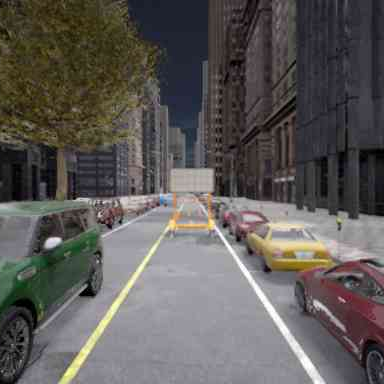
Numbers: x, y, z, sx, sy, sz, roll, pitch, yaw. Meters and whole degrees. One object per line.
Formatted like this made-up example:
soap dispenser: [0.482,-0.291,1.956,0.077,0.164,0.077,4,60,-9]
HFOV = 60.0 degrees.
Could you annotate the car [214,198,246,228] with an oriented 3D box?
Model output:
car: [2.759,1.415,21.680,1.967,1.590,4.097,0,0,0]

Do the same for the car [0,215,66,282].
car: [-5.765,1.538,10.317,2.008,1.369,4.403,0,0,0]

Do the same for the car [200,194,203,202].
car: [2.755,1.498,55.746,2.008,1.369,4.403,0,0,0]

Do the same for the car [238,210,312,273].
car: [2.760,1.512,10.495,1.752,1.417,4.829,0,0,0]

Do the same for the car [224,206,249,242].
car: [2.760,1.562,16.003,1.802,1.307,4.206,0,0,0]

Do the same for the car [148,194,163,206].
car: [-5.770,1.267,50.058,2.192,1.841,5.009,0,0,0]

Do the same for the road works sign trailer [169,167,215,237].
road works sign trailer: [-0.002,0.443,17.735,2.380,3.560,2.880,0,0,0]

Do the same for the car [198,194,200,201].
car: [2.754,1.485,67.101,1.887,1.381,4.507,0,0,0]

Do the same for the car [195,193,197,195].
car: [2.751,1.244,95.489,2.192,1.841,5.009,0,0,0]

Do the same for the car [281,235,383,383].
car: [2.761,1.576,4.648,1.802,1.307,4.206,0,0,0]

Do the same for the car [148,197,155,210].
car: [-5.768,1.543,38.704,1.802,1.307,4.206,0,0,0]

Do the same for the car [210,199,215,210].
car: [2.759,1.536,27.358,1.947,1.339,4.313,0,0,0]

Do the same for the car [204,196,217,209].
car: [2.757,1.511,38.713,2.008,1.369,4.403,0,0,0]

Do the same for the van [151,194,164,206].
van: [-5.770,1.289,55.736,1.690,1.788,3.998,0,0,0]

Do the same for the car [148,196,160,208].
car: [-5.768,1.538,44.381,1.802,1.307,4.206,0,0,0]

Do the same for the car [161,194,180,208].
car: [-3.081,1.478,48.496,1.812,1.442,4.674,0,0,0]

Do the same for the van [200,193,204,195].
van: [2.754,1.285,61.424,1.690,1.788,3.998,0,0,0]

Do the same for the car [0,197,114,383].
car: [-3.101,1.214,5.606,2.150,2.045,5.566,0,0,0]

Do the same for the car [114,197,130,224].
car: [-5.766,1.290,21.671,2.192,1.841,5.009,0,0,0]

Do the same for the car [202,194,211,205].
car: [2.756,1.396,44.390,1.967,1.590,4.097,0,0,0]

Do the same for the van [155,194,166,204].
van: [-5.771,1.286,61.413,1.690,1.788,3.998,0,0,0]

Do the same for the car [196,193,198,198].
car: [2.752,1.373,84.134,1.967,1.590,4.097,0,0,0]

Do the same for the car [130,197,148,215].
car: [-5.767,1.491,32.856,1.752,1.417,4.829,0,0,0]

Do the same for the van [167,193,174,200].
van: [-5.774,1.273,89.801,1.690,1.788,3.998,0,0,0]

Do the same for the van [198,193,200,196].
van: [2.753,1.279,72.779,1.690,1.788,3.998,0,0,0]
